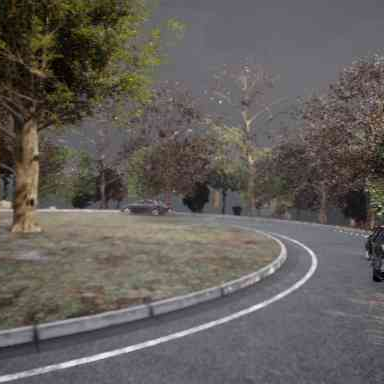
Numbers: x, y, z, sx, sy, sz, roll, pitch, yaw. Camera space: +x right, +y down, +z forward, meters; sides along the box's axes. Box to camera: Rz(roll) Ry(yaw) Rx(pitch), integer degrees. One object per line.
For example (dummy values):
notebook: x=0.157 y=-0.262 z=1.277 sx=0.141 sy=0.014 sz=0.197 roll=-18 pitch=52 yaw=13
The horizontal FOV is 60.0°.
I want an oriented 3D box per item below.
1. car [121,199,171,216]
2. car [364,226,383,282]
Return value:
car: x=-4.363 y=1.447 z=31.433 sx=4.892 sy=1.490 sz=1.837 roll=1 pitch=-2 yaw=17
car: x=6.205 y=1.697 z=9.726 sx=2.033 sy=1.411 sz=5.357 roll=1 pitch=0 yaw=25
